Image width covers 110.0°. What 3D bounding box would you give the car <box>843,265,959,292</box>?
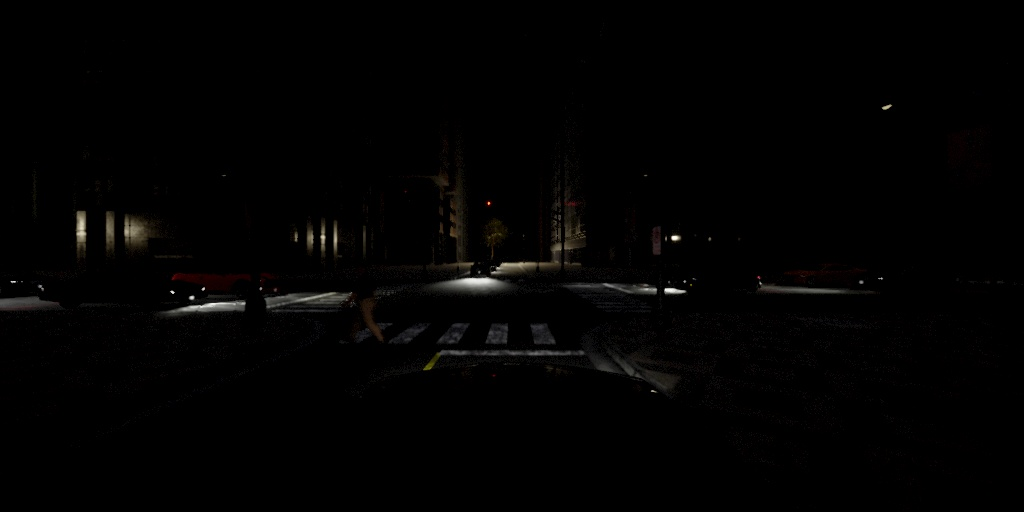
[{"bbox_3d":[23.038,1.276,21.074,4.902,1.511,2.128,0,0,1],"label":"car"}]

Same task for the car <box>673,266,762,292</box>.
[{"bbox_3d":[12.184,1.337,21.127,4.181,1.385,1.994,0,0,0],"label":"car"}]

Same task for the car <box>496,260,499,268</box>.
[{"bbox_3d":[-3.105,1.284,48.334,1.837,1.490,4.892,0,0,0],"label":"car"}]

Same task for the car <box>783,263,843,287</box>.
[{"bbox_3d":[21.229,1.258,24.337,5.008,1.535,1.882,0,0,0],"label":"car"}]

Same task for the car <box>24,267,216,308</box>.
[{"bbox_3d":[-15.635,1.302,14.542,5.357,1.411,2.033,0,0,0],"label":"car"}]

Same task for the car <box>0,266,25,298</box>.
[{"bbox_3d":[-25.840,1.238,17.838,4.902,1.511,2.128,0,0,0],"label":"car"}]

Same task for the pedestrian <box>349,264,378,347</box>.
[{"bbox_3d":[-3.249,1.048,7.858,0.375,1.860,0.375,0,0,0],"label":"pedestrian"}]

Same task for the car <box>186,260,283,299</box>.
[{"bbox_3d":[-13.977,1.104,17.786,4.553,1.767,2.097,0,0,0],"label":"car"}]

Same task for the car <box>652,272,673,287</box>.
[{"bbox_3d":[12.095,1.369,24.379,4.718,1.301,1.895,0,0,3],"label":"car"}]

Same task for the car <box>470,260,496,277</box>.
[{"bbox_3d":[-3.085,1.264,36.108,2.128,1.511,4.902,0,0,0],"label":"car"}]
